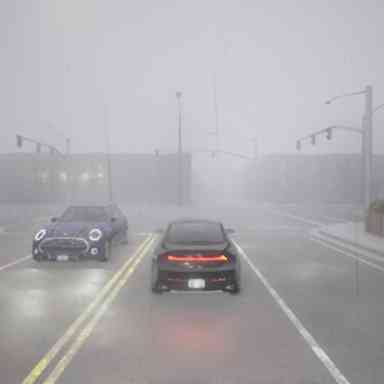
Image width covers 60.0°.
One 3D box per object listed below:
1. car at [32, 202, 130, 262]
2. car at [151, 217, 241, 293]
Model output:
[{"bbox_3d":[-3.544,1.192,11.399,2.097,1.767,4.553,0,1,0],"label":"car"},{"bbox_3d":[0.081,1.386,8.471,1.837,1.490,4.892,0,1,0],"label":"car"}]
